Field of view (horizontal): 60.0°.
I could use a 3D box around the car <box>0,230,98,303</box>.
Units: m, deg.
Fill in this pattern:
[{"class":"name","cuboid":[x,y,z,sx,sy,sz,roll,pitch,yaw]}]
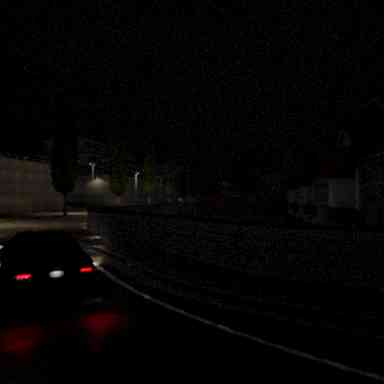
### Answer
[{"class":"car","cuboid":[-3.986,1.733,8.805,2.033,1.411,5.357,1,-1,-31]}]
